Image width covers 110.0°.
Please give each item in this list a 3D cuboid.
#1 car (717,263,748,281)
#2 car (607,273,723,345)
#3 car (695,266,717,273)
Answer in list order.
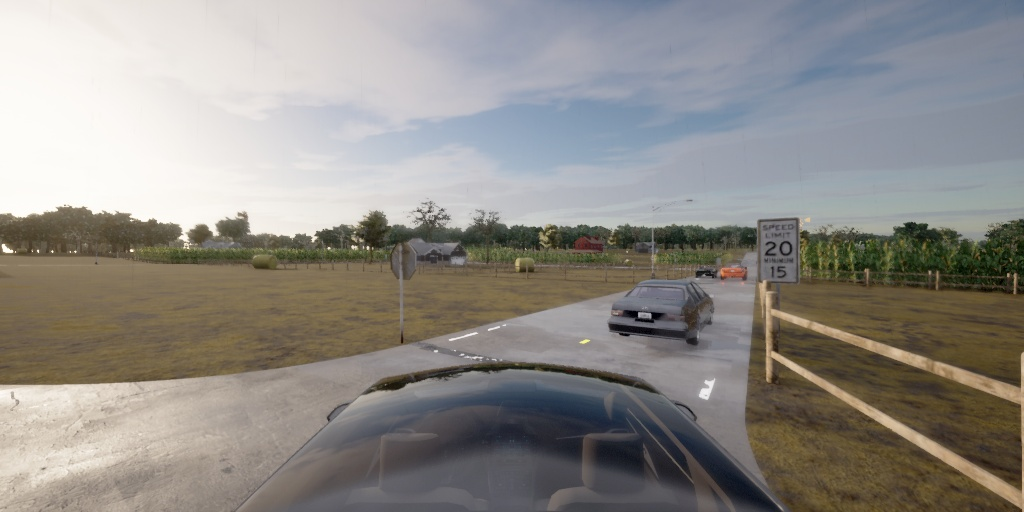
[{"bbox_3d":[22.291,1.480,35.966,2.097,1.767,4.553,0,-1,35],"label":"car"},{"bbox_3d":[4.280,1.340,9.802,2.033,1.411,5.357,0,0,34],"label":"car"},{"bbox_3d":[21.912,1.797,40.374,1.895,1.301,4.718,0,-1,34],"label":"car"}]
